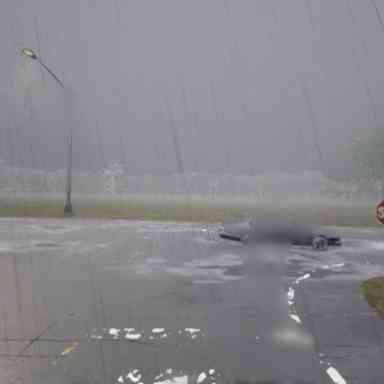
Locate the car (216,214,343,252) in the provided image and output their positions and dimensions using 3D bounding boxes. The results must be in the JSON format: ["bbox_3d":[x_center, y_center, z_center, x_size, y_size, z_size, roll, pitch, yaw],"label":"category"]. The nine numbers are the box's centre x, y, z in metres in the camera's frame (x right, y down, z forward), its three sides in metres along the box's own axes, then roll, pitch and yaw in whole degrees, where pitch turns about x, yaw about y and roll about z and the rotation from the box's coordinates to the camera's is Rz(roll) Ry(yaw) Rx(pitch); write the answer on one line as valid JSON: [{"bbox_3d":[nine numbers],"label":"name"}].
[{"bbox_3d":[3.793,1.737,14.983,5.357,1.411,2.033,3,0,0],"label":"car"}]
